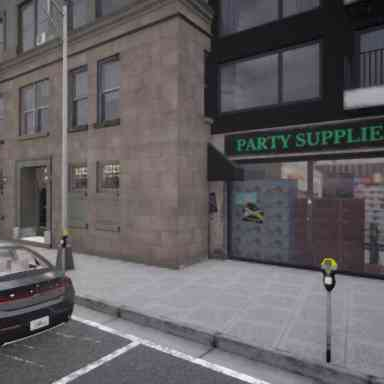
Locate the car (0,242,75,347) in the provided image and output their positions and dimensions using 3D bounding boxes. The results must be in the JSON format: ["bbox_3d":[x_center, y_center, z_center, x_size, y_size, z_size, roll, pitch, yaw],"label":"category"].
[{"bbox_3d":[-3.856,1.551,5.789,4.403,1.369,2.008,0,0,35],"label":"car"}]
